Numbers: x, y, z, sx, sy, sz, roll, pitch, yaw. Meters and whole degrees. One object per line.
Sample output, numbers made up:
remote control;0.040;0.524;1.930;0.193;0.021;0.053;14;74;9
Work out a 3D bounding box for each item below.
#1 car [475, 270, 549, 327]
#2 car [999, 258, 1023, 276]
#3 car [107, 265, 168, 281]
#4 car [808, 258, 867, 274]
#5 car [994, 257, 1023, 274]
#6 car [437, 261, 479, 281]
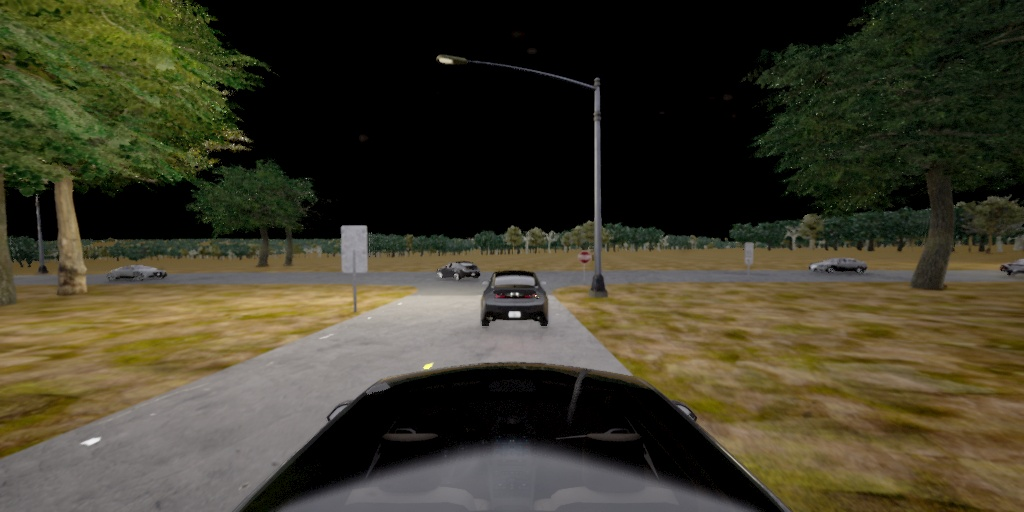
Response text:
car;0.077;1.201;11.295;1.837;1.490;4.892;0;0;0
car;46.985;1.116;31.945;4.902;1.511;2.128;0;3;-4
car;-33.625;1.493;32.230;4.181;1.385;1.994;-1;3;5
car;31.424;0.917;34.644;4.902;1.511;2.128;0;3;-3
car;51.888;0.962;35.884;5.008;1.535;1.882;0;3;-5
car;-4.552;1.197;29.900;1.837;1.490;4.892;-3;2;-38
